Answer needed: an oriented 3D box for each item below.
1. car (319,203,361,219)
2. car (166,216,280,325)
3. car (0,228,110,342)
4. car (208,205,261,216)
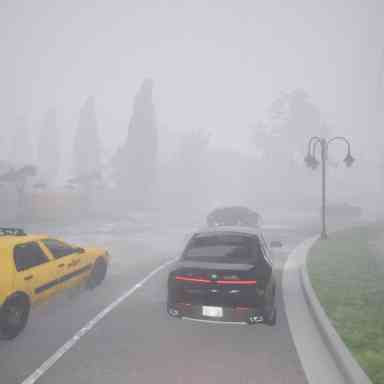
[{"bbox_3d":[14.176,1.739,31.656,5.008,1.535,1.882,1,-1,-36],"label":"car"},{"bbox_3d":[0.844,1.511,7.242,1.837,1.490,4.892,0,0,13],"label":"car"},{"bbox_3d":[-3.331,1.463,6.497,1.801,1.575,5.366,0,0,10],"label":"car"},{"bbox_3d":[2.760,1.599,20.829,1.837,1.490,4.892,-1,-1,35],"label":"car"}]
